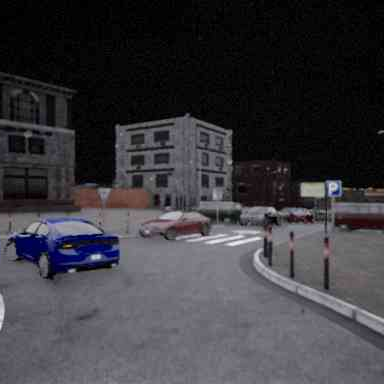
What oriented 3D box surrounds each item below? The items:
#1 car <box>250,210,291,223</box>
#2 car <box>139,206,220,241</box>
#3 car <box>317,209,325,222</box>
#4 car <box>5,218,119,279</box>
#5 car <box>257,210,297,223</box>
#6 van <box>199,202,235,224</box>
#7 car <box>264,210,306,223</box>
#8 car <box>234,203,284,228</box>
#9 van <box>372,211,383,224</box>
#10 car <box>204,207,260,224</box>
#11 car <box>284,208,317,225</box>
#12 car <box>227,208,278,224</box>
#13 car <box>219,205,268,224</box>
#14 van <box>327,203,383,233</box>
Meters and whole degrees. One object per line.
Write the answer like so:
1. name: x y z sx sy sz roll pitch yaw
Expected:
1. car: 9.972 3.087 42.434 4.674 1.452 2.002 0 -4 32
2. car: -0.715 1.683 17.734 1.812 1.442 4.674 0 -1 38
3. car: 19.876 3.517 49.333 2.150 2.045 5.566 0 -4 33
4. car: -4.175 1.536 10.428 1.882 1.535 5.008 2 -1 -43
5. car: 11.401 3.265 44.679 4.674 1.452 2.002 0 -4 32
6. van: 2.341 1.909 30.674 4.442 1.987 1.878 0 -3 32
7. car: 13.120 3.416 47.037 5.366 1.575 1.946 0 -4 32
8. car: 5.536 1.913 26.942 2.097 1.767 4.553 0 -3 33
9. van: 32.337 4.277 54.825 4.442 1.987 1.878 0 -4 32
10. car: 3.916 2.296 32.939 5.008 1.535 2.097 0 -4 32
11. car: 12.318 2.836 37.579 1.882 1.535 5.008 0 -4 32
12. car: 6.824 2.671 37.840 5.366 1.575 1.946 0 -4 32
13. car: 5.446 2.353 35.275 4.553 1.767 2.185 0 -4 32
14. van: 11.585 1.728 21.800 4.442 1.987 1.878 0 -3 32
